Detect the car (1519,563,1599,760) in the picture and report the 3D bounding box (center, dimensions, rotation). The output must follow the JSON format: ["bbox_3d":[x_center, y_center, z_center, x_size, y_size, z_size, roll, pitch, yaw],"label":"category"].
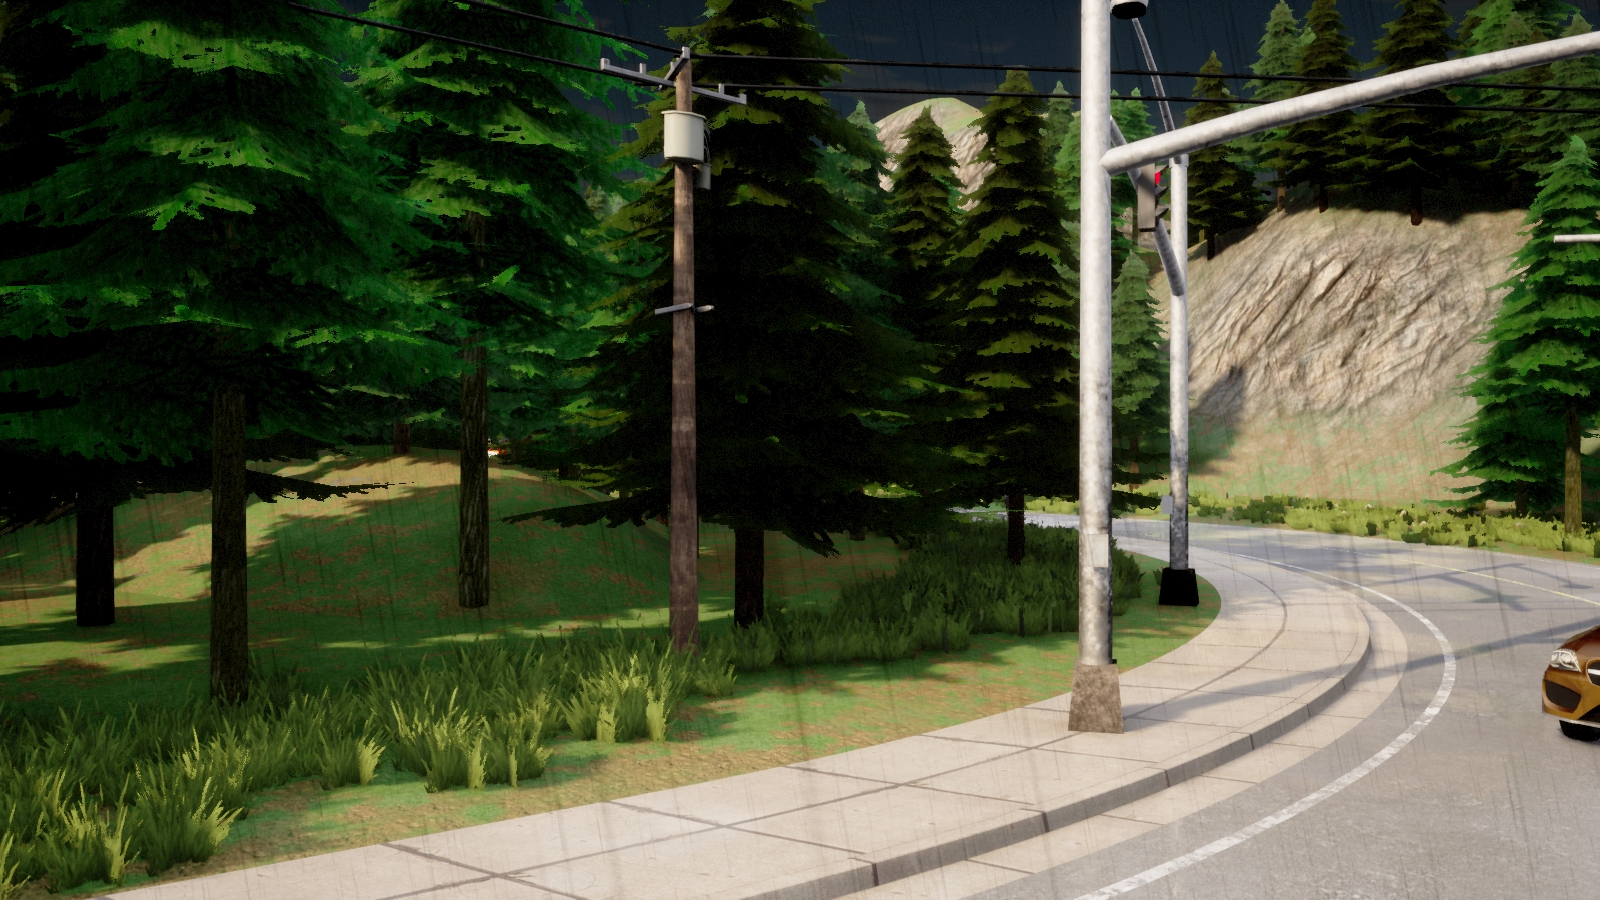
[{"bbox_3d":[9.577,1.970,11.147,5.027,1.651,2.152,0,0,-29],"label":"car"}]
